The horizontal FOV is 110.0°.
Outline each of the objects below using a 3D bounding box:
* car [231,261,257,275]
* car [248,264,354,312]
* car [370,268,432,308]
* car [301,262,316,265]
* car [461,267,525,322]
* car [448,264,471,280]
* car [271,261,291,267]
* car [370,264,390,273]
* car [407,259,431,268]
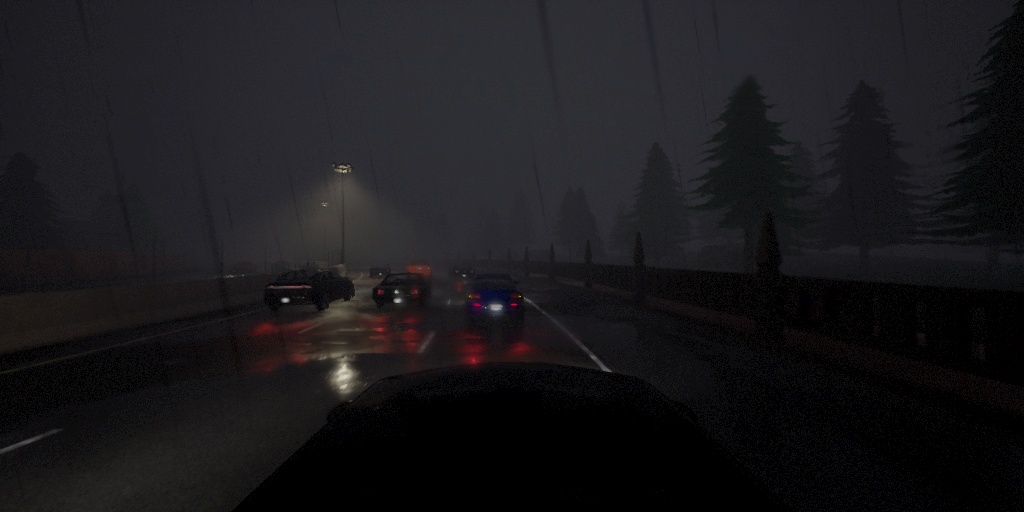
[{"bbox_3d":[-31.379,1.353,42.142,1.882,1.535,5.008,0,0,-28],"label":"car"},{"bbox_3d":[-7.946,1.273,14.511,2.128,1.511,4.902,0,0,-7],"label":"car"},{"bbox_3d":[-4.533,1.370,15.540,1.895,1.301,4.718,0,0,-8],"label":"car"},{"bbox_3d":[-22.882,1.407,40.603,1.994,1.385,4.181,0,0,-25],"label":"car"},{"bbox_3d":[-0.681,1.279,12.333,1.812,1.442,4.674,0,0,-6],"label":"car"},{"bbox_3d":[-4.625,1.371,32.321,1.895,1.301,4.718,0,0,-17],"label":"car"},{"bbox_3d":[-29.179,1.345,45.447,1.882,1.535,5.008,0,0,-29],"label":"car"},{"bbox_3d":[-13.153,1.405,35.886,1.895,1.301,4.718,0,0,-20],"label":"car"},{"bbox_3d":[-8.764,1.139,33.675,2.097,1.767,4.553,0,0,-17],"label":"car"}]
